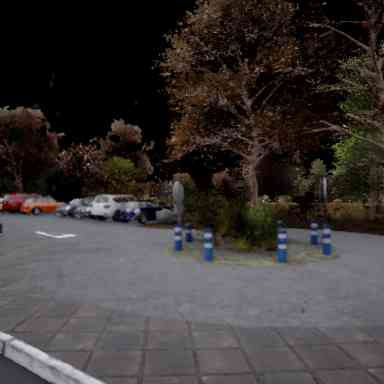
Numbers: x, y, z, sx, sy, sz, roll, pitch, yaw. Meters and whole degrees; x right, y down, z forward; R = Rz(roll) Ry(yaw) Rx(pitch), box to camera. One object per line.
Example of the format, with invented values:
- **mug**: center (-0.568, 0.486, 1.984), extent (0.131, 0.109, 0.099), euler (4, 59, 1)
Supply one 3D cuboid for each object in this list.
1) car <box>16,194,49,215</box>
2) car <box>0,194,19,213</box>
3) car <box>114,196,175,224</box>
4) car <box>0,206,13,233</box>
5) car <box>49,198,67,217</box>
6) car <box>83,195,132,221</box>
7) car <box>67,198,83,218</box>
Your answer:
- **car**: center (-14.603, 1.329, 33.493), extent (2.185, 1.767, 4.553), euler (0, 0, 36)
- **car**: center (-16.930, 1.193, 35.239), extent (2.435, 2.045, 5.566), euler (0, 0, 36)
- **car**: center (-3.294, 1.376, 25.368), extent (2.185, 1.767, 4.553), euler (0, 0, 36)
- **car**: center (-11.019, 1.544, 14.869), extent (2.002, 1.452, 4.674), euler (0, -1, 36)
- **car**: center (-10.144, 1.347, 30.367), extent (2.185, 1.767, 4.553), euler (0, 0, 36)
- **car**: center (-5.520, 1.241, 27.041), extent (2.435, 2.045, 5.566), euler (0, 0, 36)
- **car**: center (-7.883, 1.357, 28.742), extent (2.185, 1.767, 4.553), euler (0, 0, 36)
